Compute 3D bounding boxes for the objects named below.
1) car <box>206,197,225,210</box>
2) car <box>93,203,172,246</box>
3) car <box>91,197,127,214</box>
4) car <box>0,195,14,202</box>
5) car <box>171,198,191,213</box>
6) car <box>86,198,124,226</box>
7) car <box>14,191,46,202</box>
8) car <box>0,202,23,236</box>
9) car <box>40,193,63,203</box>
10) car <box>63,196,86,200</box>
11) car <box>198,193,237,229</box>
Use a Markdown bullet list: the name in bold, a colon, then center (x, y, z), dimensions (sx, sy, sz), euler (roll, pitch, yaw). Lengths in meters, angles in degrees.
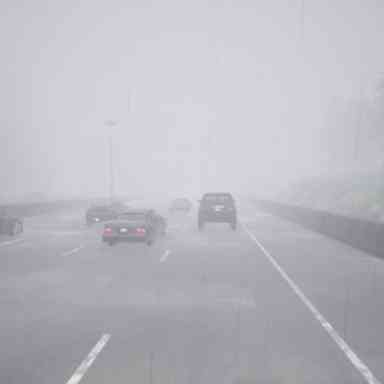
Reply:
- **car**: center (2.678, 1.284, 38.098), dimensions (1.994, 1.385, 4.181), euler (0, 0, 4)
- **car**: center (-2.338, 1.436, 14.731), dimensions (2.033, 1.411, 5.357), euler (0, 0, 4)
- **car**: center (-8.158, 1.295, 33.232), dimensions (2.033, 1.411, 5.357), euler (0, 0, 4)
- **car**: center (-28.088, 1.134, 52.030), dimensions (1.812, 1.442, 4.674), euler (0, 0, 4)
- **car**: center (-1.148, 1.301, 33.165), dimensions (2.033, 1.411, 5.357), euler (0, 0, 4)
- **car**: center (-5.386, 1.338, 21.852), dimensions (1.837, 1.490, 4.892), euler (0, 0, 4)
- **car**: center (-24.597, 0.878, 51.773), dimensions (2.150, 2.045, 5.566), euler (0, 0, 4)
- **car**: center (-9.368, 1.389, 14.483), dimensions (1.837, 1.490, 4.892), euler (0, 0, 4)
- **car**: center (-21.102, 1.203, 51.584), dimensions (1.994, 1.385, 4.181), euler (0, 0, 4)
- **car**: center (-17.612, 1.228, 51.329), dimensions (1.895, 1.301, 4.718), euler (0, 0, 4)
- **car**: center (1.540, 1.066, 20.470), dimensions (2.150, 2.045, 5.566), euler (0, 0, 4)
